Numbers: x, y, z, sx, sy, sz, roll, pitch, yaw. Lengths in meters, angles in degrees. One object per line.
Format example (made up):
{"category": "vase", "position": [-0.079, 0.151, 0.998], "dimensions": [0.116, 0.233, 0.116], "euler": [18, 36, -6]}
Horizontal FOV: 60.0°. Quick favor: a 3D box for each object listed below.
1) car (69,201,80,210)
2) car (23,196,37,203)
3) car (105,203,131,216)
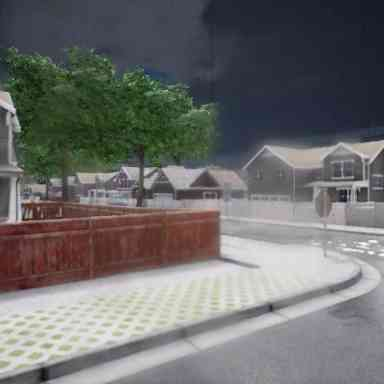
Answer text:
{"category": "car", "position": [-17.525, 1.928, 47.673], "dimensions": [1.994, 1.385, 4.181], "euler": [0, 0, -36]}
{"category": "car", "position": [-41.461, 2.210, 85.912], "dimensions": [1.895, 1.301, 4.718], "euler": [0, 0, -36]}
{"category": "car", "position": [-7.180, 1.751, 33.022], "dimensions": [2.033, 1.411, 5.357], "euler": [0, 0, -36]}
